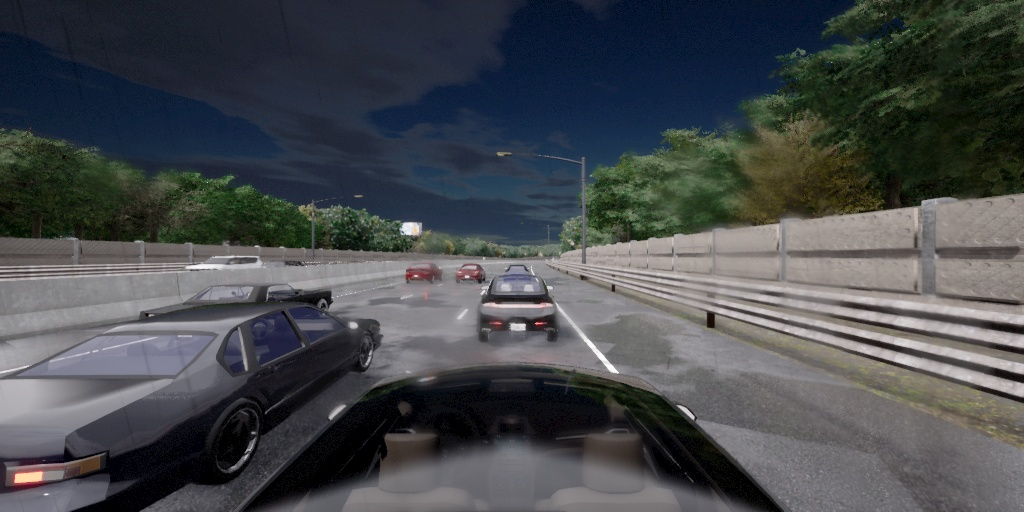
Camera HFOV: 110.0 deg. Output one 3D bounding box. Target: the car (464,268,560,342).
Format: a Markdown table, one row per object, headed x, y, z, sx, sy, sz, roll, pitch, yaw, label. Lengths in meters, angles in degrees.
| x | y | z | sx | sy | sz | roll | pitch | yaw | label |
| --- | --- | --- | --- | --- | --- | --- | --- | --- | --- |
| 0.147 | 1.244 | 9.749 | 2.128 | 1.511 | 4.902 | 0 | 0 | 0 | car |

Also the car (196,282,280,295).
| x | y | z | sx | sy | sz | roll | pitch | yaw | label |
| --- | --- | --- | --- | --- | --- | --- | --- | --- | --- |
| -6.856 | 1.352 | 9.763 | 1.895 | 1.301 | 4.718 | 0 | 0 | 0 | car |

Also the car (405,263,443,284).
| x | y | z | sx | sy | sz | roll | pitch | yaw | label |
| --- | --- | --- | --- | --- | --- | --- | --- | --- | --- |
| -6.584 | 1.245 | 27.382 | 1.882 | 1.535 | 5.008 | 0 | 0 | 1 | car |

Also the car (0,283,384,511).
| x | y | z | sx | sy | sz | roll | pitch | yaw | label |
| --- | --- | --- | --- | --- | --- | --- | --- | --- | --- |
| -3.374 | 1.297 | 4.545 | 2.033 | 1.411 | 5.357 | 0 | 0 | -1 | car |

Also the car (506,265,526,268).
| x | y | z | sx | sy | sz | roll | pitch | yaw | label |
| --- | --- | --- | --- | --- | --- | --- | --- | --- | --- |
| 0.405 | 1.334 | 26.761 | 1.994 | 1.385 | 4.181 | 0 | 0 | 1 | car |

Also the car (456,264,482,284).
| x | y | z | sx | sy | sz | roll | pitch | yaw | label |
| --- | --- | --- | --- | --- | --- | --- | --- | --- | --- |
| -3.092 | 1.295 | 27.374 | 1.812 | 1.442 | 4.674 | 0 | 0 | 1 | car |

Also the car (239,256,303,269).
| x | y | z | sx | sy | sz | roll | pitch | yaw | label |
| --- | --- | --- | --- | --- | --- | --- | --- | --- | --- |
| -17.301 | 1.114 | 26.611 | 2.097 | 1.767 | 4.553 | 0 | 0 | 1 | car |

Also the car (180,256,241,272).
| x | y | z | sx | sy | sz | roll | pitch | yaw | label |
| --- | --- | --- | --- | --- | --- | --- | --- | --- | --- |
| -20.815 | 0.981 | 26.199 | 2.150 | 2.045 | 5.566 | 0 | 0 | 1 | car |
